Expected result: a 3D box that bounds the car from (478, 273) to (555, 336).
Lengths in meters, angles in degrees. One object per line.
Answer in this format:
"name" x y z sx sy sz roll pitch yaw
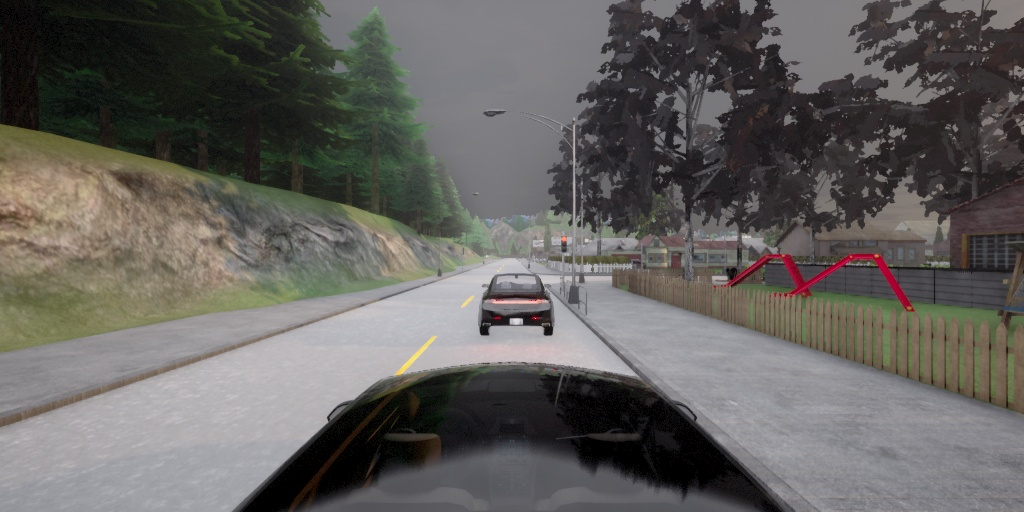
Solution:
"car" 0.128 1.242 10.383 2.128 1.511 4.902 0 0 1
